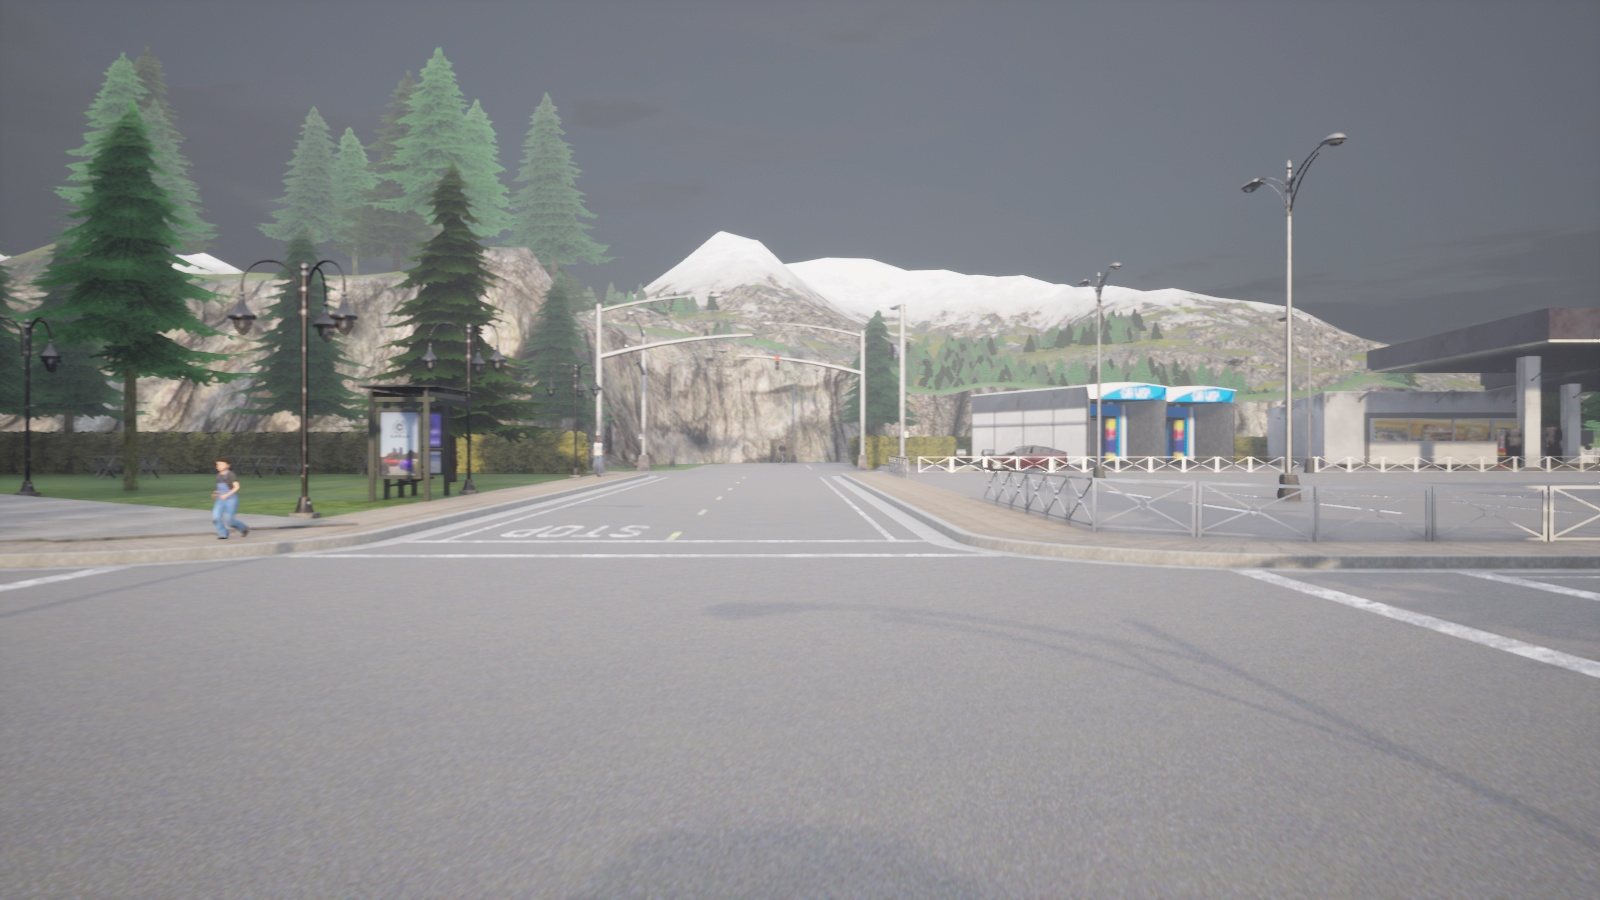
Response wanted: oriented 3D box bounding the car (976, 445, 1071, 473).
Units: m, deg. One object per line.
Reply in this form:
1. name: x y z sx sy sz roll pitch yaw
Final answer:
1. car: 12.179 0.486 68.669 4.792 1.488 2.163 0 0 0

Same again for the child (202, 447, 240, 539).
1. child: -8.066 0.591 17.506 0.270 1.263 0.437 0 0 15

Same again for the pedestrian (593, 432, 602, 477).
1. pedestrian: -8.376 0.176 51.867 0.354 1.836 0.706 0 0 -8
